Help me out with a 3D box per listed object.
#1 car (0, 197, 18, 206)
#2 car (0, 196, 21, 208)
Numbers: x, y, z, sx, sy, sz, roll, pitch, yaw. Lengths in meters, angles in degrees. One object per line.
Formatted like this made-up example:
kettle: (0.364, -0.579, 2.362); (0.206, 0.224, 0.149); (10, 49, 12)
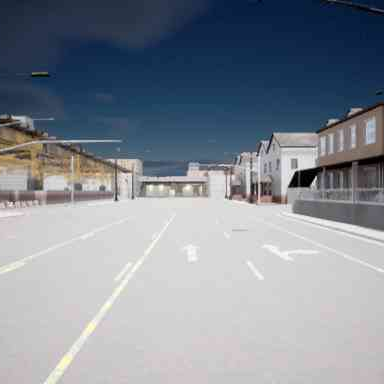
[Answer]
car: (-27.259, 1.254, 47.153); (1.853, 1.218, 4.536); (0, 0, 29)
car: (-27.234, 1.412, 47.199); (2.038, 1.542, 4.974); (0, 0, 29)
